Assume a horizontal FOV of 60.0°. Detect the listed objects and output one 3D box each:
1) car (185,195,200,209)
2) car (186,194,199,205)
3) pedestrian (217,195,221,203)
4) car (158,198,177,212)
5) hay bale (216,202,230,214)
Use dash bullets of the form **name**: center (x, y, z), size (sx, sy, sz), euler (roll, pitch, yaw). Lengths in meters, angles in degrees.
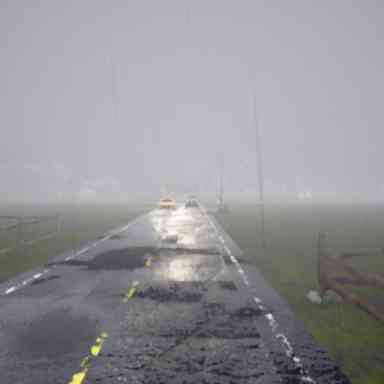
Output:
- **car**: center (0.022, 1.476, 43.604), size (2.033, 1.411, 5.357), euler (0, 0, 0)
- **car**: center (0.003, 1.256, 56.038), size (2.097, 1.767, 4.553), euler (0, 0, 0)
- **pedestrian**: center (2.826, 1.243, 34.871), size (0.375, 1.860, 0.375), euler (0, 0, 4)
- **car**: center (-2.836, 1.414, 38.827), size (1.882, 1.535, 5.008), euler (0, 0, 0)
- **hay bale**: center (3.128, 1.601, 33.772), size (1.220, 1.180, 1.240), euler (0, 0, 0)
